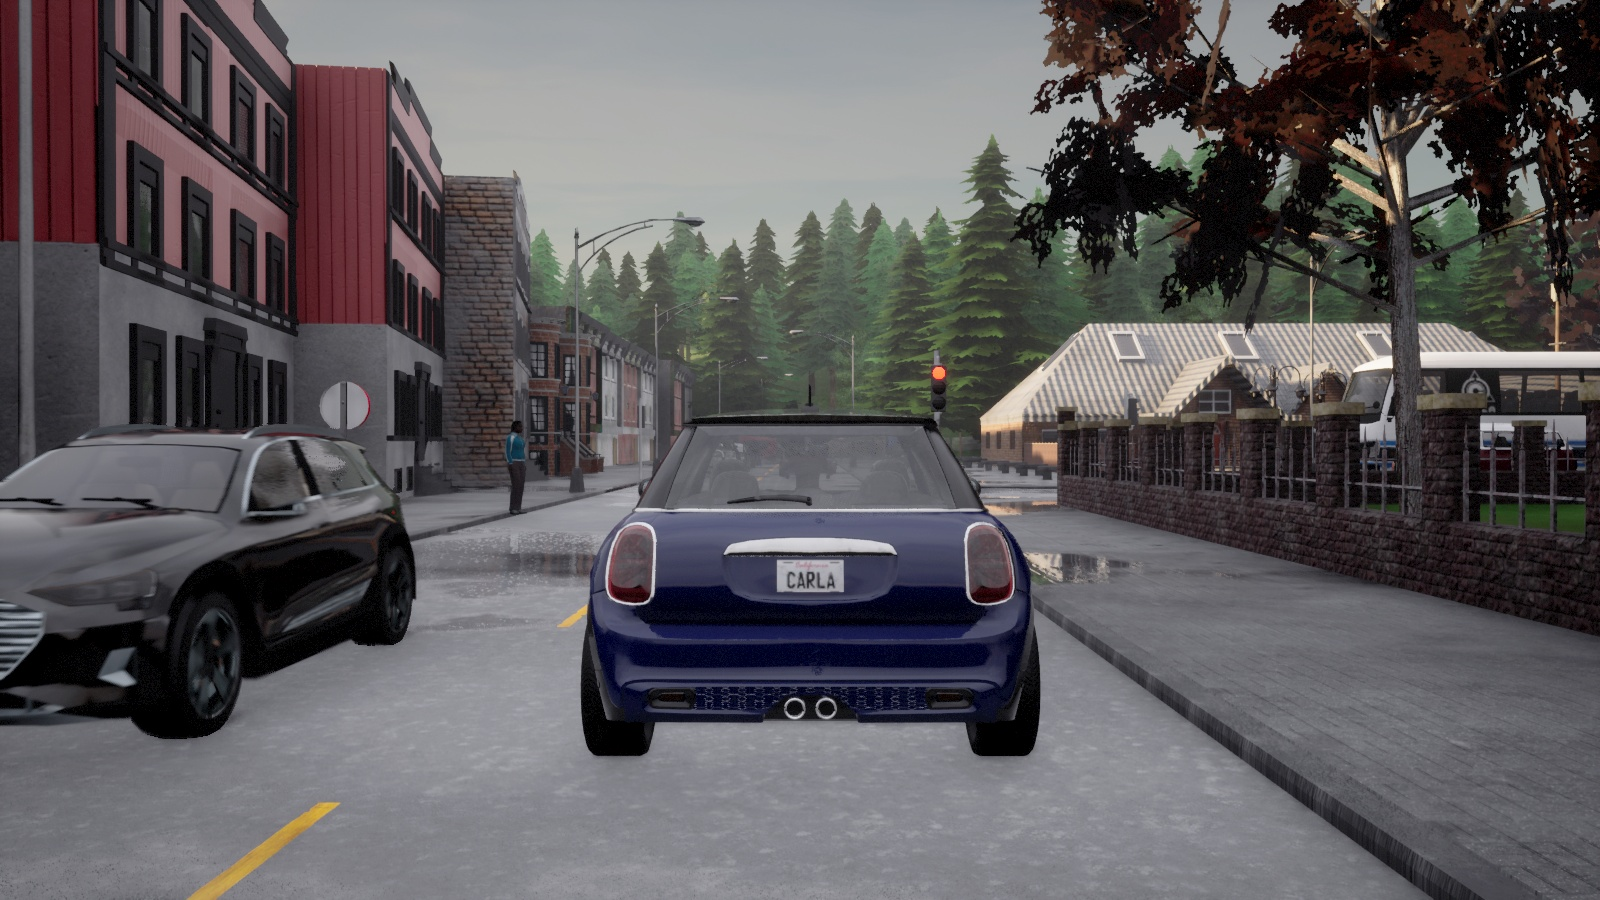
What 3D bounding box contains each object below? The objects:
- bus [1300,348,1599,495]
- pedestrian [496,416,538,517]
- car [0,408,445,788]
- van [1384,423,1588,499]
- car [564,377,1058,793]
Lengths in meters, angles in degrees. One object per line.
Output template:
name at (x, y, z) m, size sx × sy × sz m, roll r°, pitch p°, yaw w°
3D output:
bus at (21.245, -0.830, 38.441) m, size 10.273 × 4.253 × 3.944 m, roll 0°, pitch 0°, yaw 0°
pedestrian at (-5.528, 0.317, 24.528) m, size 0.692 × 1.930 × 0.396 m, roll 0°, pitch 0°, yaw 27°
car at (-3.941, 0.629, 7.886) m, size 2.033 × 1.649 × 4.856 m, roll 0°, pitch 0°, yaw 0°
van at (18.721, 0.291, 34.419) m, size 4.480 × 2.038 × 2.069 m, roll 0°, pitch 0°, yaw -1°
car at (0.057, 0.562, 7.614) m, size 2.097 × 1.767 × 4.553 m, roll 0°, pitch 0°, yaw 0°
